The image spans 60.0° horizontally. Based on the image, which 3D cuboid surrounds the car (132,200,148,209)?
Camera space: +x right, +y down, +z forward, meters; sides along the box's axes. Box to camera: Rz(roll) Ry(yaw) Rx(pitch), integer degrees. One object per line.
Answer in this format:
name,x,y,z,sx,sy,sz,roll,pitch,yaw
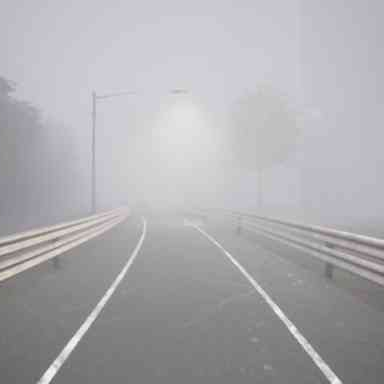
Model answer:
car,-8.369,1.940,53.293,2.033,1.411,5.357,0,0,-20
